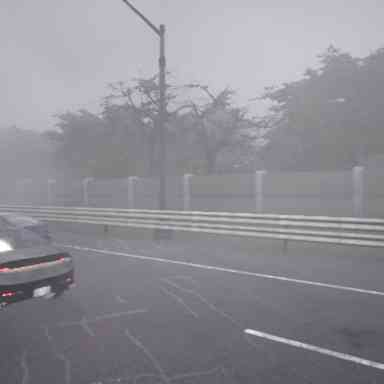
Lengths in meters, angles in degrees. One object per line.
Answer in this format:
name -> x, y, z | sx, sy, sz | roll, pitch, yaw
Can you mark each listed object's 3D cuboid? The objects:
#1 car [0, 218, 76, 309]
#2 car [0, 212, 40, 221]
car -> -4.548, 1.502, 7.145 | 4.902, 1.511, 2.128 | 0, 0, 35
car -> -7.574, 1.558, 13.560 | 4.674, 1.442, 1.812 | 0, 0, 35
